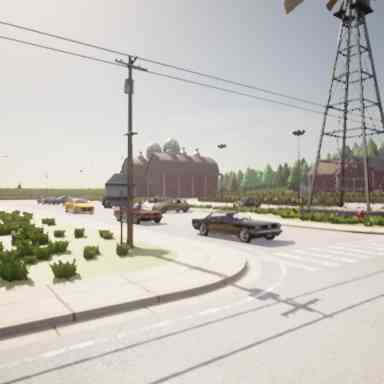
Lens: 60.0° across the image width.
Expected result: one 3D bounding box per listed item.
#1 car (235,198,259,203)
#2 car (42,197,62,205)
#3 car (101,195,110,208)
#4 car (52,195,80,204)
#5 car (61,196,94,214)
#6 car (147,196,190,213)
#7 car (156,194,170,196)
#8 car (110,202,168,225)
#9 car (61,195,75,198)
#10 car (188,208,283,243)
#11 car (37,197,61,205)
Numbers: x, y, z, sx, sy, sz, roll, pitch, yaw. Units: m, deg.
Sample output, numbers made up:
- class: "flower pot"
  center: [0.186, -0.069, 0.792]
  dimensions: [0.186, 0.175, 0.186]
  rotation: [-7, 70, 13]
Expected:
- class: "car"
  center: [7.381, 1.514, 44.483]
  dimensions: [3.905, 1.438, 1.784]
  rotation: [0, 0, -36]
- class: "car"
  center: [-24.828, 1.544, 58.880]
  dimensions: [2.033, 1.411, 5.357]
  rotation: [0, 0, -36]
- class: "car"
  center: [-10.716, 1.309, 46.483]
  dimensions: [3.866, 1.878, 1.905]
  rotation: [0, 0, -36]
- class: "car"
  center: [-24.994, 1.476, 66.030]
  dimensions: [4.611, 1.667, 2.242]
  rotation: [0, 0, -36]
- class: "car"
  center: [-11.941, 1.475, 35.242]
  dimensions: [1.882, 1.535, 5.008]
  rotation: [0, 0, -36]
- class: "car"
  center: [-2.304, 1.502, 35.931]
  dimensions: [4.193, 1.474, 1.816]
  rotation: [0, 0, -36]
- class: "car"
  center: [-6.023, 1.304, 62.530]
  dimensions: [4.605, 1.855, 1.932]
  rotation: [0, 0, -36]
- class: "car"
  center: [-4.033, 1.599, 24.532]
  dimensions: [1.895, 1.301, 4.718]
  rotation: [0, 0, -36]
- class: "car"
  center: [-17.936, 1.489, 49.561]
  dimensions: [2.128, 1.511, 4.902]
  rotation: [0, 0, -37]
- class: "car"
  center: [2.069, 1.599, 16.298]
  dimensions: [1.895, 1.301, 4.718]
  rotation: [0, 0, -37]
- class: "car"
  center: [-20.839, 1.152, 47.431]
  dimensions: [2.033, 1.411, 5.357]
  rotation: [0, 0, -36]
